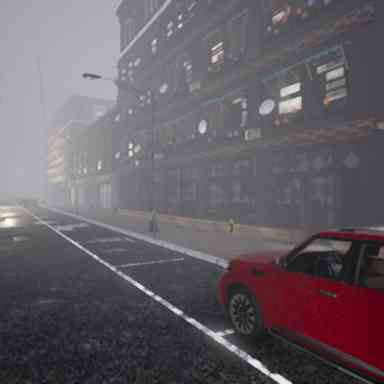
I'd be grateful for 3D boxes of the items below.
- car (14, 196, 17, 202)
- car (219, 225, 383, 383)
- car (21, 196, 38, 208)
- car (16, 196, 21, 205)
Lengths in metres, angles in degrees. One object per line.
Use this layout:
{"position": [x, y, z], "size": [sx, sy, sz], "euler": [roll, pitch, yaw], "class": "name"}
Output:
{"position": [-40.170, 1.584, 77.155], "size": [2.008, 1.369, 4.403], "euler": [0, 0, -30], "class": "car"}
{"position": [2.372, 1.314, 4.094], "size": [2.192, 1.841, 5.009], "euler": [0, 0, -30], "class": "car"}
{"position": [-23.240, 1.549, 48.078], "size": [1.752, 1.417, 4.829], "euler": [0, 0, -30], "class": "car"}
{"position": [-28.827, 1.572, 57.672], "size": [1.887, 1.381, 4.507], "euler": [0, 0, -30], "class": "car"}
